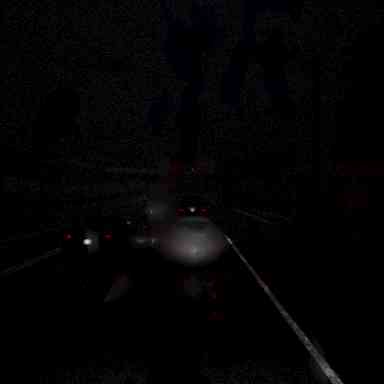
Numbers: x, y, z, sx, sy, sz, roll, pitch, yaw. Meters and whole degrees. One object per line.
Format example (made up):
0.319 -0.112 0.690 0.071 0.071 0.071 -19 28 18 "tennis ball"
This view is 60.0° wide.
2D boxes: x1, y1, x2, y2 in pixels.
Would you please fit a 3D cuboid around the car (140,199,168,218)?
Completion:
-3.432 1.645 31.365 1.812 1.442 4.674 0 0 0 "car"

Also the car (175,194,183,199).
-3.536 1.272 92.868 1.994 1.385 4.181 0 1 0 "car"

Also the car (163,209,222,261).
0.069 1.575 12.333 1.812 1.442 4.674 0 0 0 "car"

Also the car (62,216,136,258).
-3.428 1.614 12.959 1.994 1.385 4.181 0 0 0 "car"

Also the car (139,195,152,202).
-10.529 1.530 73.491 1.812 1.442 4.674 0 1 0 "car"

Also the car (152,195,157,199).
-10.535 1.379 89.115 1.895 1.301 4.718 0 1 0 "car"

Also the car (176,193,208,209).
0.052 1.324 25.357 2.150 2.045 5.566 0 0 0 "car"

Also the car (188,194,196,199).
-0.036 1.267 92.452 2.033 1.411 5.357 0 1 0 "car"
